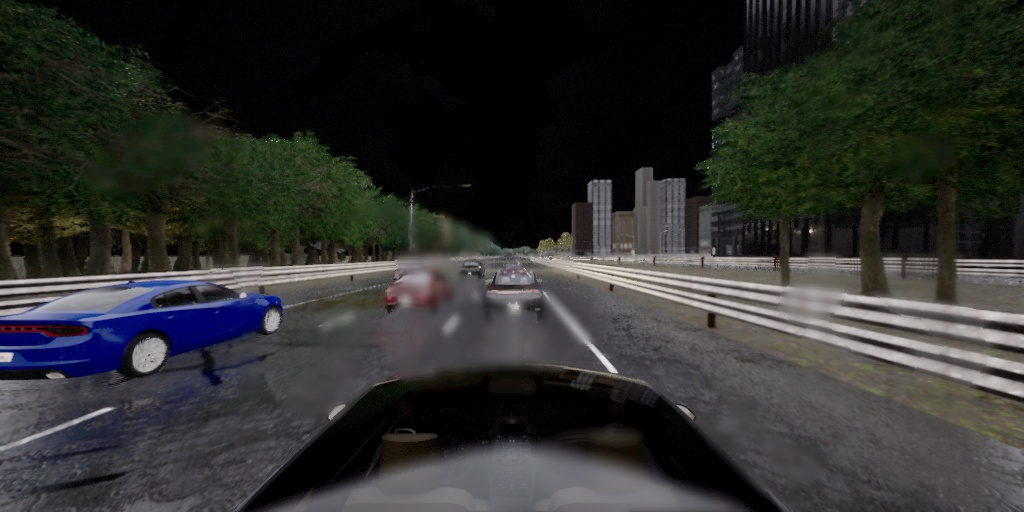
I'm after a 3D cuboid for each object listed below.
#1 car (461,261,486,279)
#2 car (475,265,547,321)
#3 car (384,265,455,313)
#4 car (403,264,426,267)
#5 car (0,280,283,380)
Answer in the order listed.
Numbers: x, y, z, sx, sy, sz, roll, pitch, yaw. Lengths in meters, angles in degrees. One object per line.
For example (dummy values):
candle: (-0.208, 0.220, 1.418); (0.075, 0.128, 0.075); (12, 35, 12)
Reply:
car: (-3.392, 1.192, 31.905); (1.837, 1.490, 4.892); (0, 0, 0)
car: (0.102, 1.219, 12.353); (2.128, 1.511, 4.902); (0, 0, 0)
car: (-3.398, 1.250, 13.754); (1.812, 1.442, 4.674); (0, 0, 0)
car: (-6.892, 1.247, 25.841); (2.033, 1.411, 5.357); (0, 0, 0)
car: (-6.898, 1.216, 7.335); (1.882, 1.535, 5.008); (0, 0, 0)
